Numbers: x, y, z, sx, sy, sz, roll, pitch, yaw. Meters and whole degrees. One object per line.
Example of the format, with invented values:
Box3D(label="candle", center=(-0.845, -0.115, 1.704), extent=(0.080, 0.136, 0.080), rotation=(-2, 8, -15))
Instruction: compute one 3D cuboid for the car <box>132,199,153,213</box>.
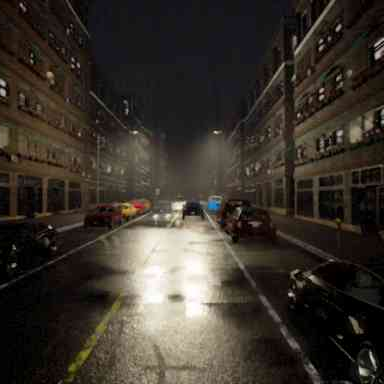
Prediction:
Box3D(label="car", center=(-5.647, 1.527, 38.554), extent=(1.752, 1.417, 4.829), rotation=(1, 0, 0))

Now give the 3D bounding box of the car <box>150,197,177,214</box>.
Box3D(label="car", center=(-3.100, 1.548, 36.380), extent=(2.033, 1.411, 5.357), rotation=(0, 0, 0))

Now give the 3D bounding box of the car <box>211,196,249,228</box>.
Box3D(label="car", center=(2.706, 1.315, 21.730), extent=(2.192, 1.841, 5.009), rotation=(1, 0, 0))

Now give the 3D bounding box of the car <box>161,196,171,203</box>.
Box3D(label="car", center=(-5.651, 1.594, 72.833), extent=(1.802, 1.307, 4.206), rotation=(1, 0, 0))

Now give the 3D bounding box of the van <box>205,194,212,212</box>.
Box3D(label="van", center=(2.703, 1.342, 38.785), extent=(1.690, 1.788, 3.998), rotation=(1, 0, 0))

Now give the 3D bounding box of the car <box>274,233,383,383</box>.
Box3D(label="car", center=(2.703, 1.566, 4.677), extent=(1.947, 1.339, 4.313), rotation=(1, 0, 0))

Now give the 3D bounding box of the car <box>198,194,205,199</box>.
Box3D(label="car", center=(2.699, 1.334, 84.263), extent=(2.192, 1.841, 5.009), rotation=(1, 0, 0))

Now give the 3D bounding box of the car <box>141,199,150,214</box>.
Box3D(label="car", center=(-5.646, 1.545, 33.040), extent=(1.887, 1.381, 4.507), rotation=(1, 0, 0))

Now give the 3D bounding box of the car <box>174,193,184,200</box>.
Box3D(label="car", center=(-3.007, 1.054, 76.987), extent=(2.097, 1.767, 4.553), rotation=(0, 0, 0))

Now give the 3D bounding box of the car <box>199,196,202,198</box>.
Box3D(label="car", center=(0.096, 1.604, 45.970), extent=(1.895, 1.301, 4.718), rotation=(0, 0, 0))

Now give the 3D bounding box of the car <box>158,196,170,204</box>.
Box3D(label="car", center=(-5.650, 1.561, 67.147), extent=(2.008, 1.369, 4.403), rotation=(1, 0, 0))

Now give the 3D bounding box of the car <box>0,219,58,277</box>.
Box3D(label="car", center=(-5.645, 1.565, 10.301), extent=(1.947, 1.339, 4.313), rotation=(1, 0, 0))

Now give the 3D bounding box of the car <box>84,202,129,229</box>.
Box3D(label="car", center=(-5.646, 1.544, 21.670), extent=(1.887, 1.381, 4.507), rotation=(1, 0, 0))

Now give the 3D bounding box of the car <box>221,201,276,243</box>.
Box3D(label="car", center=(2.704, 1.440, 16.047), extent=(1.967, 1.590, 4.097), rotation=(1, 0, 0))

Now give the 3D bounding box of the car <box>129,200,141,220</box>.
Box3D(label="car", center=(-5.645, 1.525, 27.184), extent=(1.752, 1.417, 4.829), rotation=(1, 0, 0))

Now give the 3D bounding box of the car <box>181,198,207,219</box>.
Box3D(label="car", center=(0.095, 1.526, 29.160), extent=(1.812, 1.442, 4.674), rotation=(0, 0, 0))
